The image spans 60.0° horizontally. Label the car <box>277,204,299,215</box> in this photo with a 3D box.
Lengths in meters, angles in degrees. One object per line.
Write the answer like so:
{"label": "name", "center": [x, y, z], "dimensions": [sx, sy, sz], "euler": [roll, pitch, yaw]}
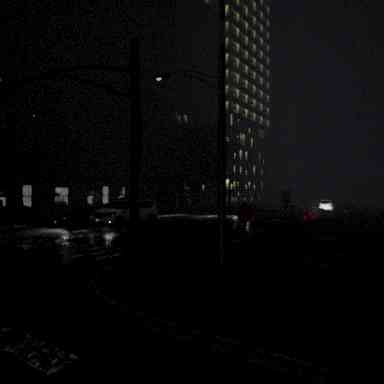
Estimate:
{"label": "car", "center": [13.488, 2.388, 46.172], "dimensions": [2.033, 1.411, 5.357], "euler": [0, -1, 33]}

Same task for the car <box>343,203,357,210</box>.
{"label": "car", "center": [31.336, 2.832, 65.832], "dimensions": [1.812, 1.442, 4.674], "euler": [0, -1, 33]}

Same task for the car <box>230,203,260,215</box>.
{"label": "car", "center": [7.077, 2.223, 42.469], "dimensions": [1.837, 1.490, 4.892], "euler": [0, -1, 33]}

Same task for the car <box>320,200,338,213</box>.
{"label": "car", "center": [21.771, 2.249, 53.101], "dimensions": [2.150, 2.045, 5.566], "euler": [0, -1, 33]}

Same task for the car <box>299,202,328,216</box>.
{"label": "car", "center": [16.355, 2.451, 44.617], "dimensions": [1.895, 1.301, 4.718], "euler": [0, -1, 33]}

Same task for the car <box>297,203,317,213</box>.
{"label": "car", "center": [19.021, 2.569, 54.834], "dimensions": [2.033, 1.411, 5.357], "euler": [0, -1, 33]}

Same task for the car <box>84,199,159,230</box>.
{"label": "car", "center": [-4.725, 1.550, 24.199], "dimensions": [2.150, 2.045, 5.566], "euler": [0, -1, 33]}

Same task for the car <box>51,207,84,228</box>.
{"label": "car", "center": [-8.153, 1.827, 24.880], "dimensions": [1.812, 1.442, 4.674], "euler": [0, -1, 33]}

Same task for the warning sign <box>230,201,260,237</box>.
{"label": "warning sign", "center": [2.972, 1.451, 18.665], "dimensions": [1.300, 1.860, 1.060], "euler": [1, 1, 33]}

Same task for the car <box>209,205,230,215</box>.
{"label": "car", "center": [4.055, 2.304, 43.786], "dimensions": [1.895, 1.301, 4.718], "euler": [0, -1, 33]}
